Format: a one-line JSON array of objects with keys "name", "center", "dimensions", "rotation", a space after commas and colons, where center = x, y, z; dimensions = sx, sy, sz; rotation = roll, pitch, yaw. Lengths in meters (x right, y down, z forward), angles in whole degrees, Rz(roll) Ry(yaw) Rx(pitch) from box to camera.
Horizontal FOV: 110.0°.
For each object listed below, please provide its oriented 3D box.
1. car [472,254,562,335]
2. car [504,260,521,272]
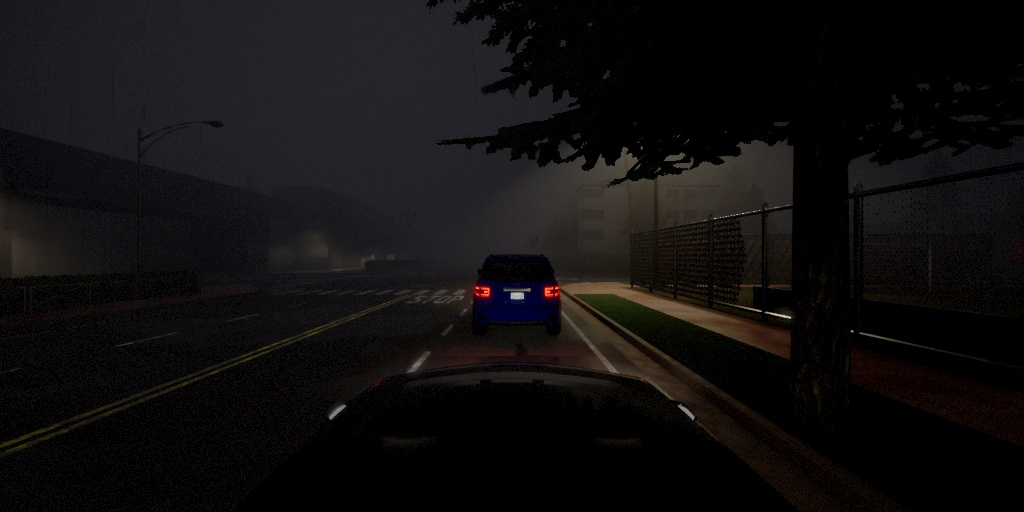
[{"name": "car", "center": [0.125, 0.972, 10.594], "dimensions": [2.150, 2.045, 5.566], "rotation": [0, 0, 0]}, {"name": "car", "center": [0.067, 1.242, 46.450], "dimensions": [2.128, 1.511, 4.902], "rotation": [0, 0, -1]}]
